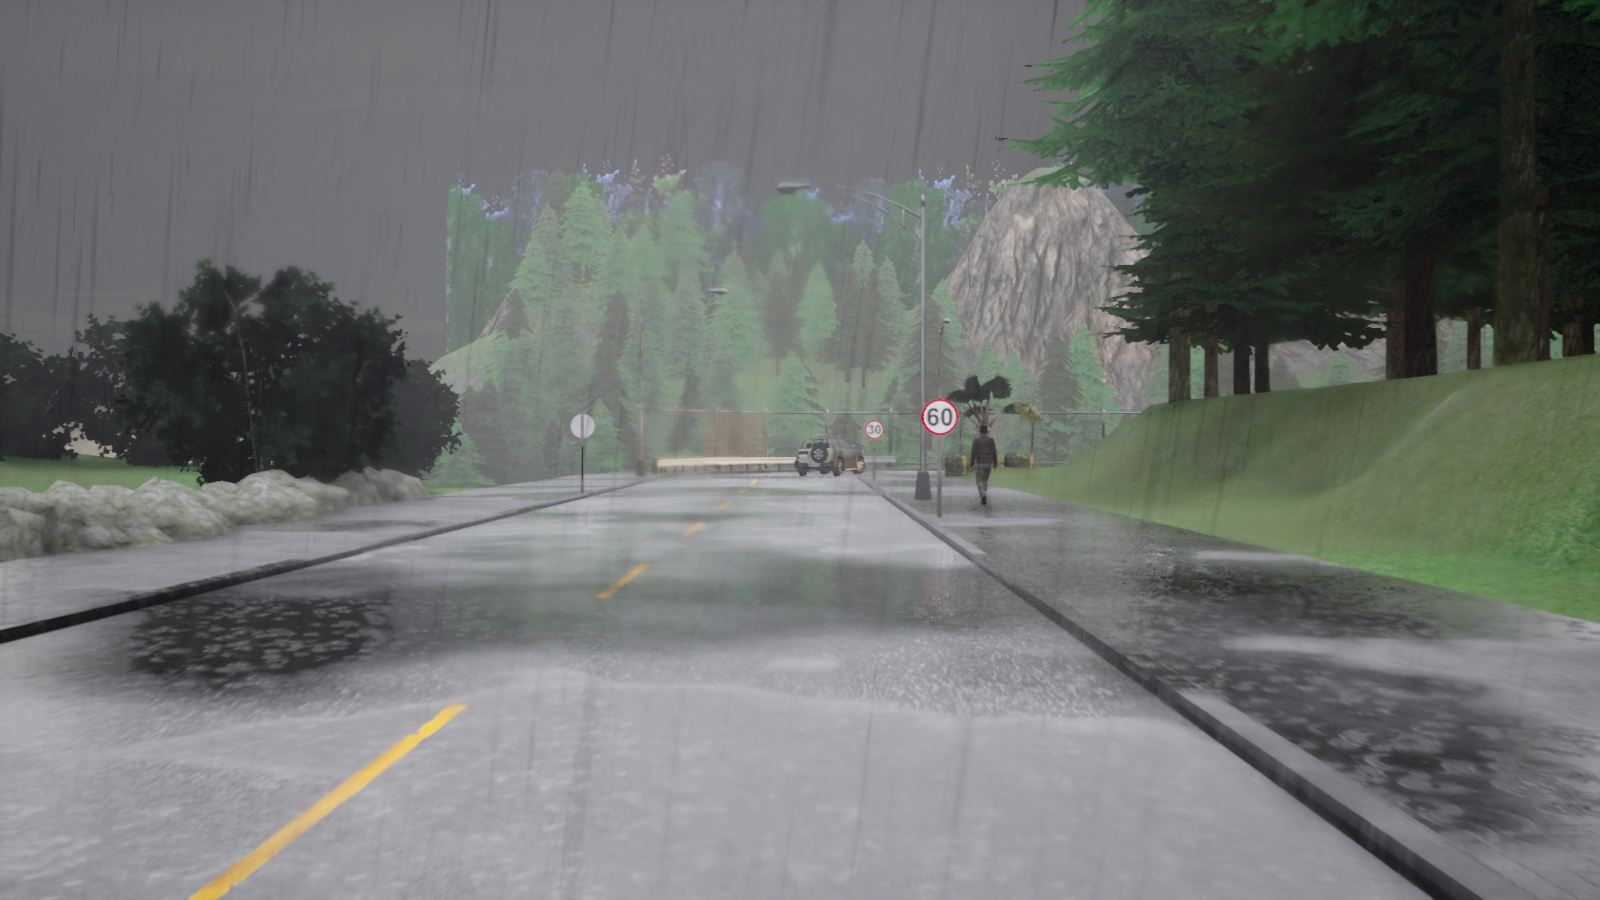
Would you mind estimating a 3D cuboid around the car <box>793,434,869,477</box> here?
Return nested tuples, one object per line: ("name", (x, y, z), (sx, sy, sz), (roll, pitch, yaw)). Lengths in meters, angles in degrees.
("car", (1.459, 0.245, 56.986), (1.932, 1.855, 4.605), (-1, 0, 22))

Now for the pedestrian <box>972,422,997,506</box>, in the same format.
("pedestrian", (4.113, 0.302, 27.979), (0.431, 1.840, 0.703), (0, 0, -3))
